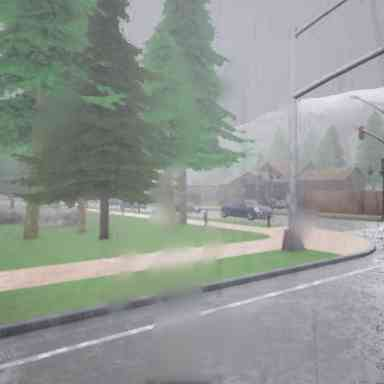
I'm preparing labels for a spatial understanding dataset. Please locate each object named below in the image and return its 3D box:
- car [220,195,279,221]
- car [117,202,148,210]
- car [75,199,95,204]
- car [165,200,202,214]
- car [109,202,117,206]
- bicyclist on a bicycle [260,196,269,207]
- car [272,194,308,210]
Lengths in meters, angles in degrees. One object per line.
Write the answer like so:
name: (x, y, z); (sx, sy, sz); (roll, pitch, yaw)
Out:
car: (4.409, 1.325, 27.077); (2.097, 1.767, 4.553); (0, 0, -37)
car: (-7.503, 1.478, 42.981); (1.837, 1.490, 4.892); (0, 0, -37)
car: (-20.139, 1.461, 62.441); (4.902, 1.511, 2.128); (0, 0, 42)
car: (-0.971, 1.463, 34.289); (2.128, 1.511, 4.902); (0, 0, -37)
car: (-13.000, 1.570, 55.484); (1.895, 1.301, 4.718); (0, 0, -42)
bicyclist on a bicycle: (7.682, 1.249, 35.215); (1.656, 1.620, 0.582); (0, 0, -37)
car: (11.844, 1.138, 38.755); (4.605, 1.855, 1.932); (0, 0, -37)
